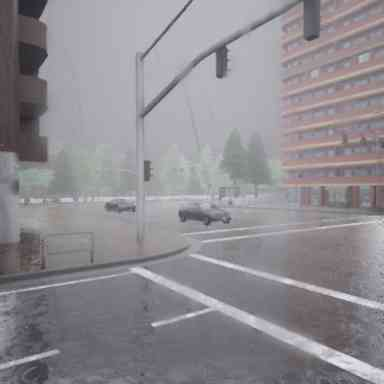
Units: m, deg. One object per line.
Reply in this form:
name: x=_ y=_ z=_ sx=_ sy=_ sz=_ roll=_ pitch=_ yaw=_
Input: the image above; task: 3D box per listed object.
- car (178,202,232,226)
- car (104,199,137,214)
car: x=0.759 y=1.426 z=23.071 sx=1.812 sy=1.442 sz=4.674 roll=0 pitch=0 yaw=-34
car: x=-7.528 y=1.447 z=35.018 sx=2.033 sy=1.411 sz=5.357 roll=-1 pitch=0 yaw=-35
